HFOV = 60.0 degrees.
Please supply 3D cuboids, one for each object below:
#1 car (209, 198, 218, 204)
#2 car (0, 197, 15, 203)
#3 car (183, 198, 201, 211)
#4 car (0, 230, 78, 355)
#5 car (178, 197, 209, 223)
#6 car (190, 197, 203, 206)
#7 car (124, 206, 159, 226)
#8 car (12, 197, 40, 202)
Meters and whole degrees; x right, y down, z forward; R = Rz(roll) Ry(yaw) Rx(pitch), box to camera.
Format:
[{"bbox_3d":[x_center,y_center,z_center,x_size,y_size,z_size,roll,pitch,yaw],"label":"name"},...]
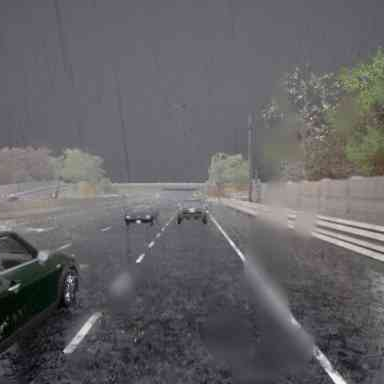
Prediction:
[{"bbox_3d":[4.379,1.966,74.032,1.895,1.301,4.718,0,-1,20],"label":"car"},{"bbox_3d":[-24.494,1.405,44.062,2.097,1.767,4.553,0,0,0],"label":"car"},{"bbox_3d":[0.018,1.543,43.466,2.128,1.511,4.902,0,0,0],"label":"car"},{"bbox_3d":[-3.400,1.354,5.060,2.097,1.767,4.553,0,0,0],"label":"car"},{"bbox_3d":[0.004,1.375,25.860,2.097,1.767,4.553,0,0,0],"label":"car"},{"bbox_3d":[0.828,1.603,57.767,1.812,1.442,4.674,0,0,7],"label":"car"},{"bbox_3d":[-3.399,1.621,23.342,1.895,1.301,4.718,0,0,0],"label":"car"},{"bbox_3d":[-21.000,1.653,43.496,1.895,1.301,4.718,0,0,0],"label":"car"}]
